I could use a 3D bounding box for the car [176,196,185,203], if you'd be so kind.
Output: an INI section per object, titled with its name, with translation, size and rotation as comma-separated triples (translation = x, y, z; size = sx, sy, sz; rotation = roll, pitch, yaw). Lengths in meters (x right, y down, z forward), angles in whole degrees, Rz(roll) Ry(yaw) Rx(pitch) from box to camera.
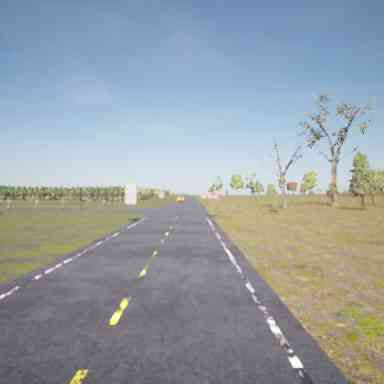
[car]
translation = -2.747, 1.707, 78.556
size = 1.882, 1.535, 5.008
rotation = 0, 0, 0
